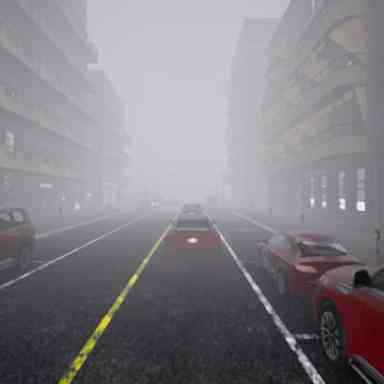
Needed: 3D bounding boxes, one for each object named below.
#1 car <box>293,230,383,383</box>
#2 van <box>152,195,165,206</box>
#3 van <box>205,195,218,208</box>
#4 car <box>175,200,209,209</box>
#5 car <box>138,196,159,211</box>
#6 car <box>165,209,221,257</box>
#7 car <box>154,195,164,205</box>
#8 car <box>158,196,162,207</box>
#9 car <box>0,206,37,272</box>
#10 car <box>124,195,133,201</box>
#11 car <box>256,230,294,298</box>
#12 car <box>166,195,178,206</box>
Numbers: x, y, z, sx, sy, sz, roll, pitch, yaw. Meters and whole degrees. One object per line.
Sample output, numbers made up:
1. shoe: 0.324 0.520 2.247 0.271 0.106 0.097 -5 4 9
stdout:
1. car: 2.708 1.317 2.646 2.192 1.841 5.009 1 0 0
2. van: -5.819 1.367 57.995 1.690 1.788 3.998 1 0 0
3. van: 2.699 1.363 46.968 1.690 1.788 3.998 1 0 0
4. car: 0.019 1.560 25.684 2.033 1.411 5.357 0 0 0
5. car: -5.651 1.570 41.373 2.008 1.369 4.403 1 0 0
6. car: 0.042 1.571 13.013 1.994 1.385 4.181 0 0 0
7. car: -5.653 1.589 52.454 1.947 1.339 4.313 1 0 0
8. car: -5.652 1.603 46.914 1.802 1.307 4.206 1 0 0
9. car: -5.674 1.320 8.132 2.192 1.841 5.009 1 0 0
10. car: -16.506 1.532 80.639 4.097 1.590 1.967 0 -1 0
11. car: 2.702 1.587 8.185 1.802 1.307 4.206 1 0 0
12. car: -3.082 1.624 52.945 1.895 1.301 4.718 0 0 0
